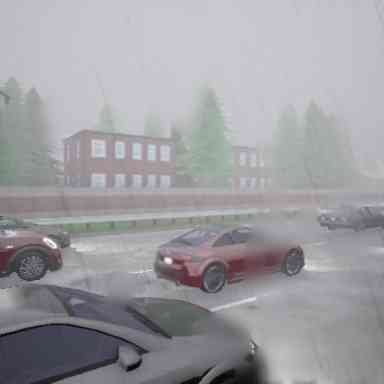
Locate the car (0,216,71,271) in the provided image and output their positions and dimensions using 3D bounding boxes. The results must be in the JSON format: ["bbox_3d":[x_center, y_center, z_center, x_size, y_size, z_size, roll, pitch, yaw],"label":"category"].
[{"bbox_3d":[-5.705,1.352,8.274,4.553,1.767,2.097,0,0,-36],"label":"car"}]

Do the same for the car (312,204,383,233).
[{"bbox_3d":[9.550,1.488,19.154,5.357,1.411,2.033,0,0,-35],"label":"car"}]

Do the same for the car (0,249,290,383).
[{"bbox_3d":[-1.278,1.562,2.834,4.181,1.385,1.994,0,0,-35],"label":"car"}]

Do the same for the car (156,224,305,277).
[{"bbox_3d":[1.083,1.545,8.816,4.181,1.385,1.994,0,0,-35],"label":"car"}]

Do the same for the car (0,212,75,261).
[{"bbox_3d":[-6.606,1.559,11.932,4.181,1.385,1.994,0,0,-35],"label":"car"}]
